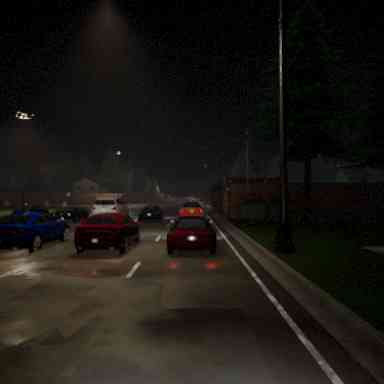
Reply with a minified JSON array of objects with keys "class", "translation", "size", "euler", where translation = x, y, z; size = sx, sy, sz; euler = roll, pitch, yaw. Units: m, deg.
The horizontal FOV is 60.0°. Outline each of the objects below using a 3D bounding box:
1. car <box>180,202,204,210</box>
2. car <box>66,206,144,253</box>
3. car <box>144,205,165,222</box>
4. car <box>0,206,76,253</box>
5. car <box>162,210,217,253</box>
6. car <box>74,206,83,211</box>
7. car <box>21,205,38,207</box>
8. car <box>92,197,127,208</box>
[{"class":"car","translation":[-0.018,1.624,29.089],"size":[2.097,1.767,4.553],"euler":[0,-1,0]},{"class":"car","translation":[-3.505,1.615,14.478],"size":[1.882,1.535,5.008],"euler":[0,0,0]},{"class":"car","translation":[-3.518,1.840,29.288],"size":[1.994,1.385,4.181],"euler":[0,0,0]},{"class":"car","translation":[-7.005,1.615,14.476],"size":[1.882,1.535,5.008],"euler":[0,0,0]},{"class":"car","translation":[-0.006,1.699,14.304],"size":[1.994,1.385,4.181],"euler":[0,0,0]},{"class":"car","translation":[-10.519,1.875,29.101],"size":[1.895,1.301,4.718],"euler":[0,0,0]},{"class":"car","translation":[-14.165,1.841,29.324],"size":[1.994,1.385,4.181],"euler":[0,0,0]},{"class":"car","translation":[-7.019,1.490,29.022],"size":[2.150,2.045,5.566],"euler":[0,0,0]}]
